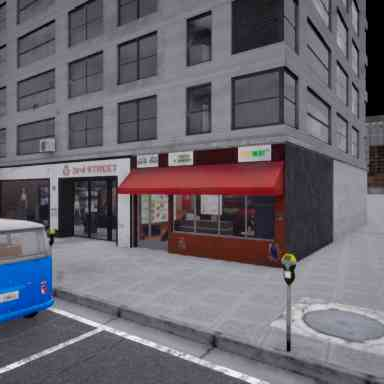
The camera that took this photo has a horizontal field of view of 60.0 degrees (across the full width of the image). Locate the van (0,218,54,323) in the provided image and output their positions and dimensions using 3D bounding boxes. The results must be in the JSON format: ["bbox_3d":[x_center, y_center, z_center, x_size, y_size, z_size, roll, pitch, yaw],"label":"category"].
[{"bbox_3d":[-4.259,1.341,6.093,3.998,1.788,1.690,0,0,35],"label":"van"}]
